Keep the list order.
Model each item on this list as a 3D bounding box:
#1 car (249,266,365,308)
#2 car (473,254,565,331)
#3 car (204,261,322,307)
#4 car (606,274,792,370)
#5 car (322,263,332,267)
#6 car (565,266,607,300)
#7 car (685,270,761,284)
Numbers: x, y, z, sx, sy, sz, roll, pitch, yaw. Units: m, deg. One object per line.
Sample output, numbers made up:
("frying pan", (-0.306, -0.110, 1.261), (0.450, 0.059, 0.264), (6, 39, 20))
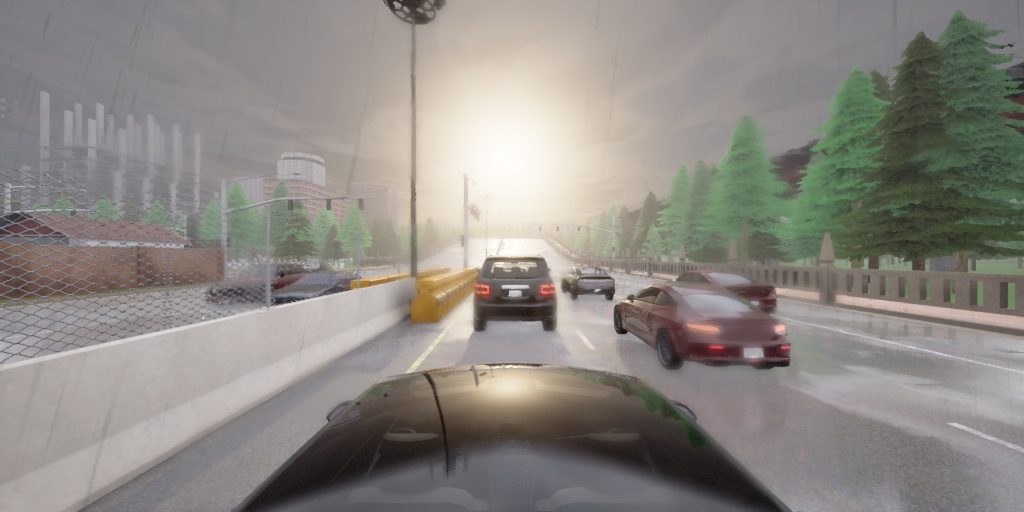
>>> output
("car", (-7.107, 1.298, 13.856), (2.033, 1.411, 5.357), (0, 0, 0))
("car", (0.081, 0.971, 11.072), (2.150, 2.045, 5.566), (0, 0, 0))
("car", (-10.602, 1.102, 15.494), (2.097, 1.767, 4.553), (0, 0, 0))
("car", (3.592, 1.276, 7.632), (1.812, 1.442, 4.674), (0, 0, 0))
("car", (-14.042, 1.193, 25.569), (1.812, 1.442, 4.674), (0, 0, 0))
("car", (3.573, 1.242, 17.453), (2.128, 1.511, 4.902), (0, 0, 0))
("car", (7.079, 1.228, 12.932), (1.882, 1.535, 5.008), (0, 0, 0))
